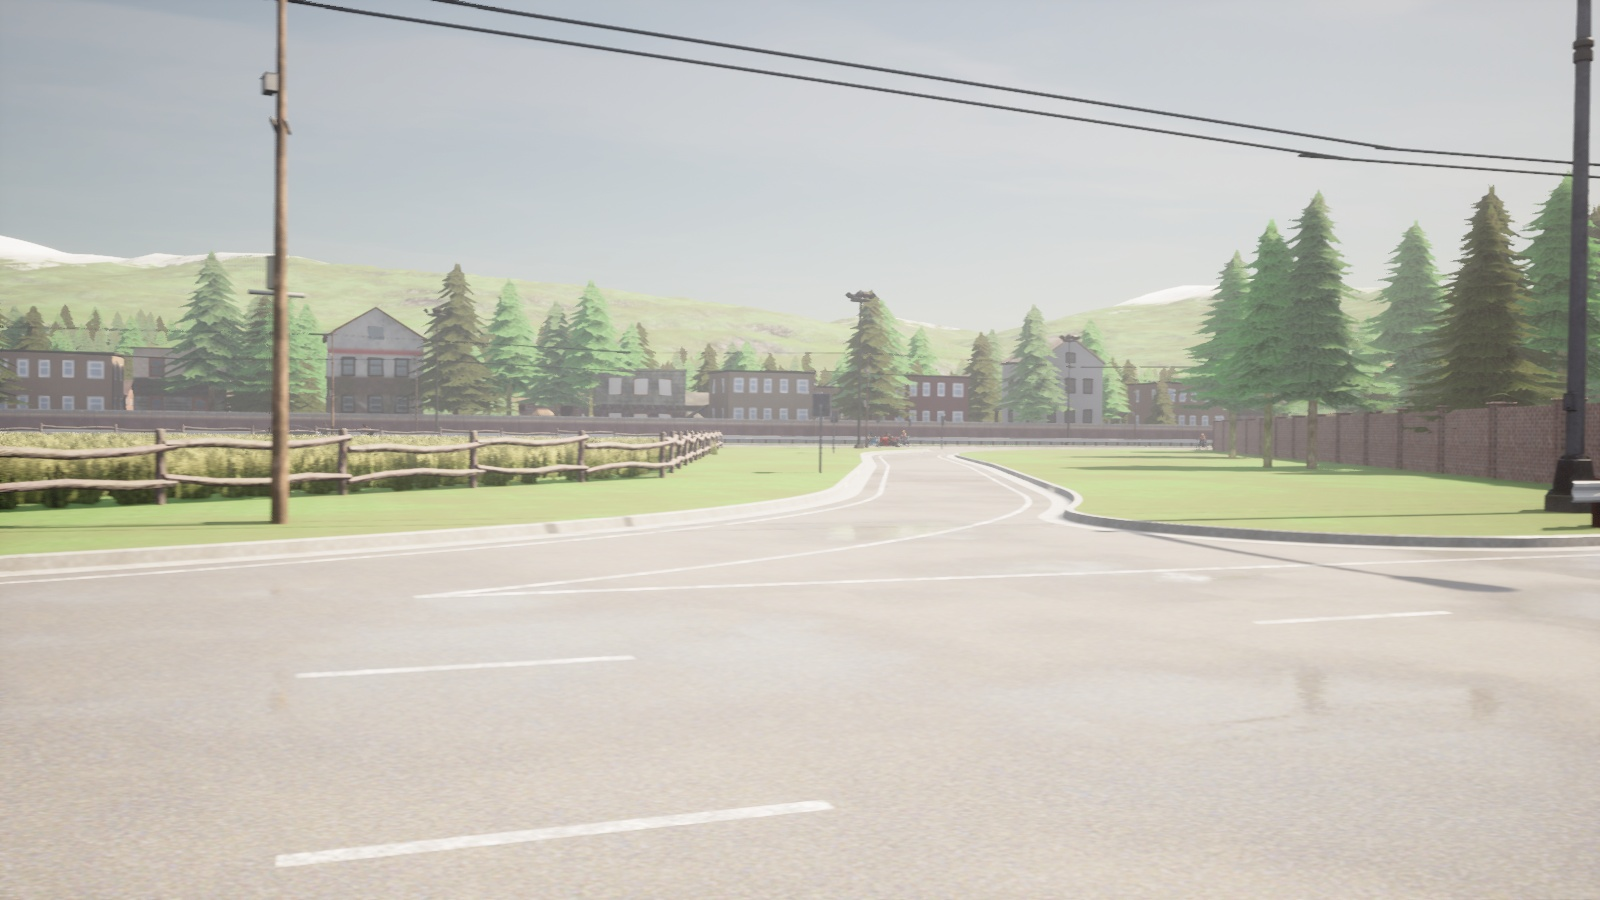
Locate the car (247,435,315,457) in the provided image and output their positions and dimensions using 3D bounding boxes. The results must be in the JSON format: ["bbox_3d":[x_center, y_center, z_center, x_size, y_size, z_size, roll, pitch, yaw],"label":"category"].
[{"bbox_3d":[-37.978,-0.341,91.945,4.514,1.525,2.007,-1,1,-21],"label":"car"}]
